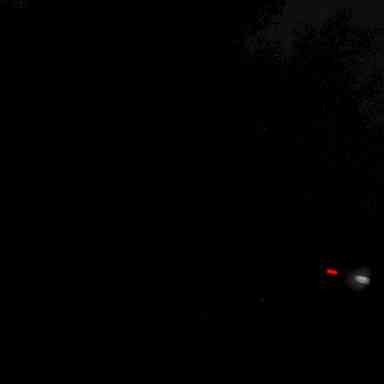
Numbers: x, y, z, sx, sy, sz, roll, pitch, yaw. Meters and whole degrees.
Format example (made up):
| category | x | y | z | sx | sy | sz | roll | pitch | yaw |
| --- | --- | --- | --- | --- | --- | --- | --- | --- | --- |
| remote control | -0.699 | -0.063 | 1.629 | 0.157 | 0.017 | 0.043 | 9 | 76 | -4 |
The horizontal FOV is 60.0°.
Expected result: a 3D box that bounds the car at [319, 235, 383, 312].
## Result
| category | x | y | z | sx | sy | sz | roll | pitch | yaw |
| --- | --- | --- | --- | --- | --- | --- | --- | --- | --- |
| car | 5.061 | 1.634 | 7.370 | 5.357 | 1.411 | 2.033 | 1 | 0 | -36 |
